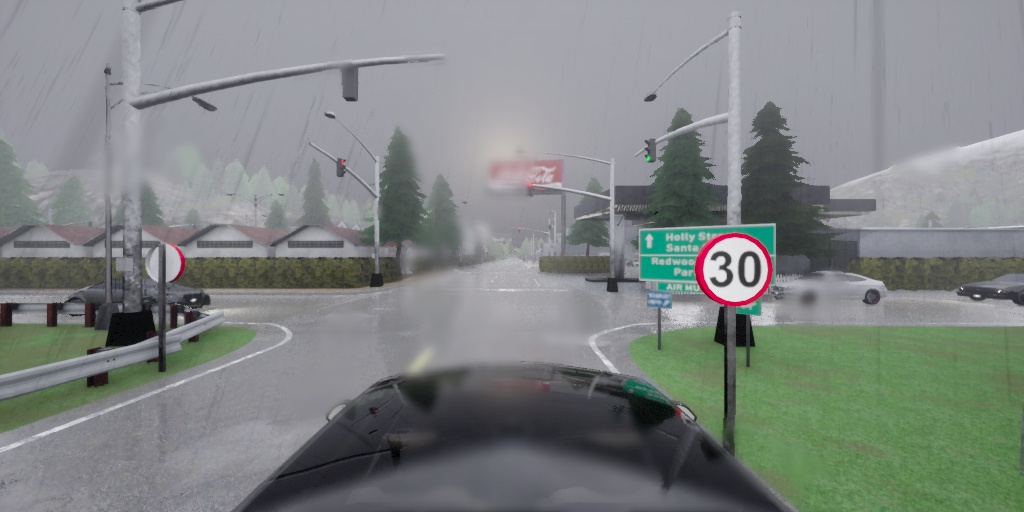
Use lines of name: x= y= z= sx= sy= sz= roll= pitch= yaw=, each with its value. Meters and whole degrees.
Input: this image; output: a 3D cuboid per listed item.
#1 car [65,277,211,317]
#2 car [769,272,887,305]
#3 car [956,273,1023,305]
car: x=-14.132 y=1.505 z=13.701 sx=4.181 sy=1.385 sz=1.994 roll=0 pitch=0 yaw=1
car: x=14.857 y=1.467 z=16.935 sx=4.674 sy=1.442 sz=1.812 roll=0 pitch=0 yaw=0
car: x=24.512 y=1.489 z=16.807 sx=5.357 sy=1.411 sz=2.033 roll=0 pitch=0 yaw=1
